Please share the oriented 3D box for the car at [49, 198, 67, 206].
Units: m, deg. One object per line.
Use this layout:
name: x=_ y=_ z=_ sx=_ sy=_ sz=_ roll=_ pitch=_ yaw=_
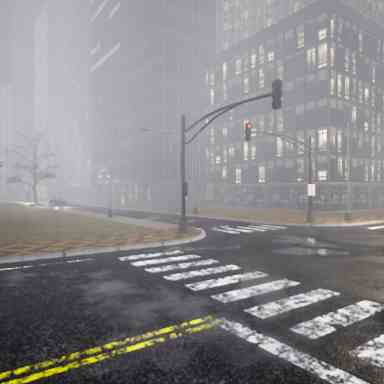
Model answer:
car: x=-21.837 y=1.630 z=54.136 sx=1.895 sy=1.301 sz=4.718 roll=0 pitch=0 yaw=-35
